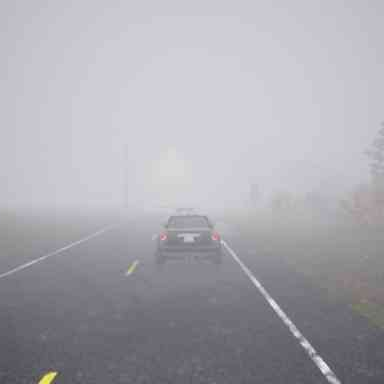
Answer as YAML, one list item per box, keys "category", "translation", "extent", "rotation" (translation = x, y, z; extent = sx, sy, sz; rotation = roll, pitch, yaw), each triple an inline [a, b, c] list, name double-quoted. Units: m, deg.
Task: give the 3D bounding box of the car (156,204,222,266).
- category: "car"
  translation: [-0.122, 1.494, 12.324]
  extent: [2.097, 1.767, 4.553]
  rotation: [0, -1, -1]

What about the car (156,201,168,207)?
- category: "car"
  translation: [-5.057, 2.219, 56.730]
  extent: [1.895, 1.301, 4.718]
  rotation: [0, -1, -1]

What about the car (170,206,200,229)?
- category: "car"
  translation: [-0.508, 1.832, 25.268]
  extent: [2.033, 1.411, 5.357]
  rotation: [0, -1, -1]
